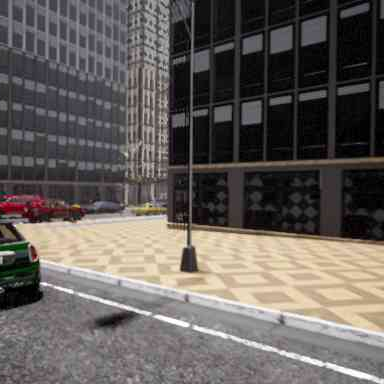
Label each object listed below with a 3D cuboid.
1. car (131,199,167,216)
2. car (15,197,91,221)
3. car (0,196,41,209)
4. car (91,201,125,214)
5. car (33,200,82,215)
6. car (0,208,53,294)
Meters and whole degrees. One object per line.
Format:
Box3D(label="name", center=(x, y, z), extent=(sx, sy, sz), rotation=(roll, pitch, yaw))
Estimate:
Box3D(label="car", center=(-4.607, 1.861, 36.832), extent=(1.752, 1.417, 4.829), rotation=(0, 0, 37))
Box3D(label="car", center=(-11.418, 1.549, 27.630), extent=(2.192, 1.841, 5.009), rotation=(0, 0, 37))
Box3D(label="car", center=(-16.412, 1.364, 30.588), extent=(2.150, 2.045, 5.566), rotation=(1, 0, 36))
Box3D(label="car", center=(-10.327, 1.780, 38.825), extent=(2.033, 1.411, 5.357), rotation=(1, 0, 37))
Box3D(label="car", center=(-14.903, 1.682, 37.009), extent=(1.752, 1.417, 4.829), rotation=(0, 0, 37))
Box3D(label="car", center=(-5.507, 1.357, 7.618), extent=(4.553, 1.767, 2.097), rotation=(0, 0, 36))
